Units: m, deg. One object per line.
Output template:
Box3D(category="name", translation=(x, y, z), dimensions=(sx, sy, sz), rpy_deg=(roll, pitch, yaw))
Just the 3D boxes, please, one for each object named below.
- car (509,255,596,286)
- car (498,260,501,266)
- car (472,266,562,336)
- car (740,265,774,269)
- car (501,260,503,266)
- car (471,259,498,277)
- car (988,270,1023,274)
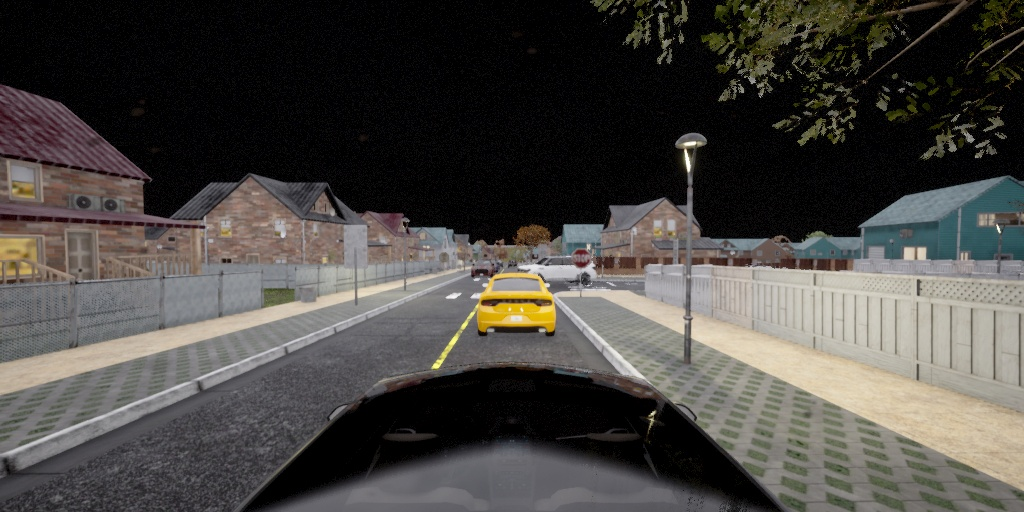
Box3D(category="car", translation=(2.957, 0.974, 24.375), dimensions=(5.566, 2.045, 2.150), rpy_deg=(0, 1, -14))
Box3D(category="car", translation=(-2.798, 1.191, 45.474), dimensions=(2.097, 1.767, 4.553), rpy_deg=(0, 0, 0))
Box3D(category="car", translation=(0.121, 1.226, 10.387), dimensions=(1.882, 1.535, 5.008), rpy_deg=(0, 0, 0))
Box3D(category="car", translation=(16.026, 1.343, 24.198), dimensions=(4.674, 1.442, 1.812), rpy_deg=(1, 2, 10))
Box3D(category="car", translation=(-2.781, 1.447, 55.702), dimensions=(2.033, 1.411, 5.357), rpy_deg=(0, 0, 0))
Box3D(category="car", translation=(-2.811, 1.149, 35.510), dimensions=(2.097, 1.767, 4.553), rpy_deg=(0, 0, 0))
Box3D(category="car", translation=(29.272, 1.529, 21.164), dimensions=(4.181, 1.385, 1.994), rpy_deg=(1, 2, 18))
